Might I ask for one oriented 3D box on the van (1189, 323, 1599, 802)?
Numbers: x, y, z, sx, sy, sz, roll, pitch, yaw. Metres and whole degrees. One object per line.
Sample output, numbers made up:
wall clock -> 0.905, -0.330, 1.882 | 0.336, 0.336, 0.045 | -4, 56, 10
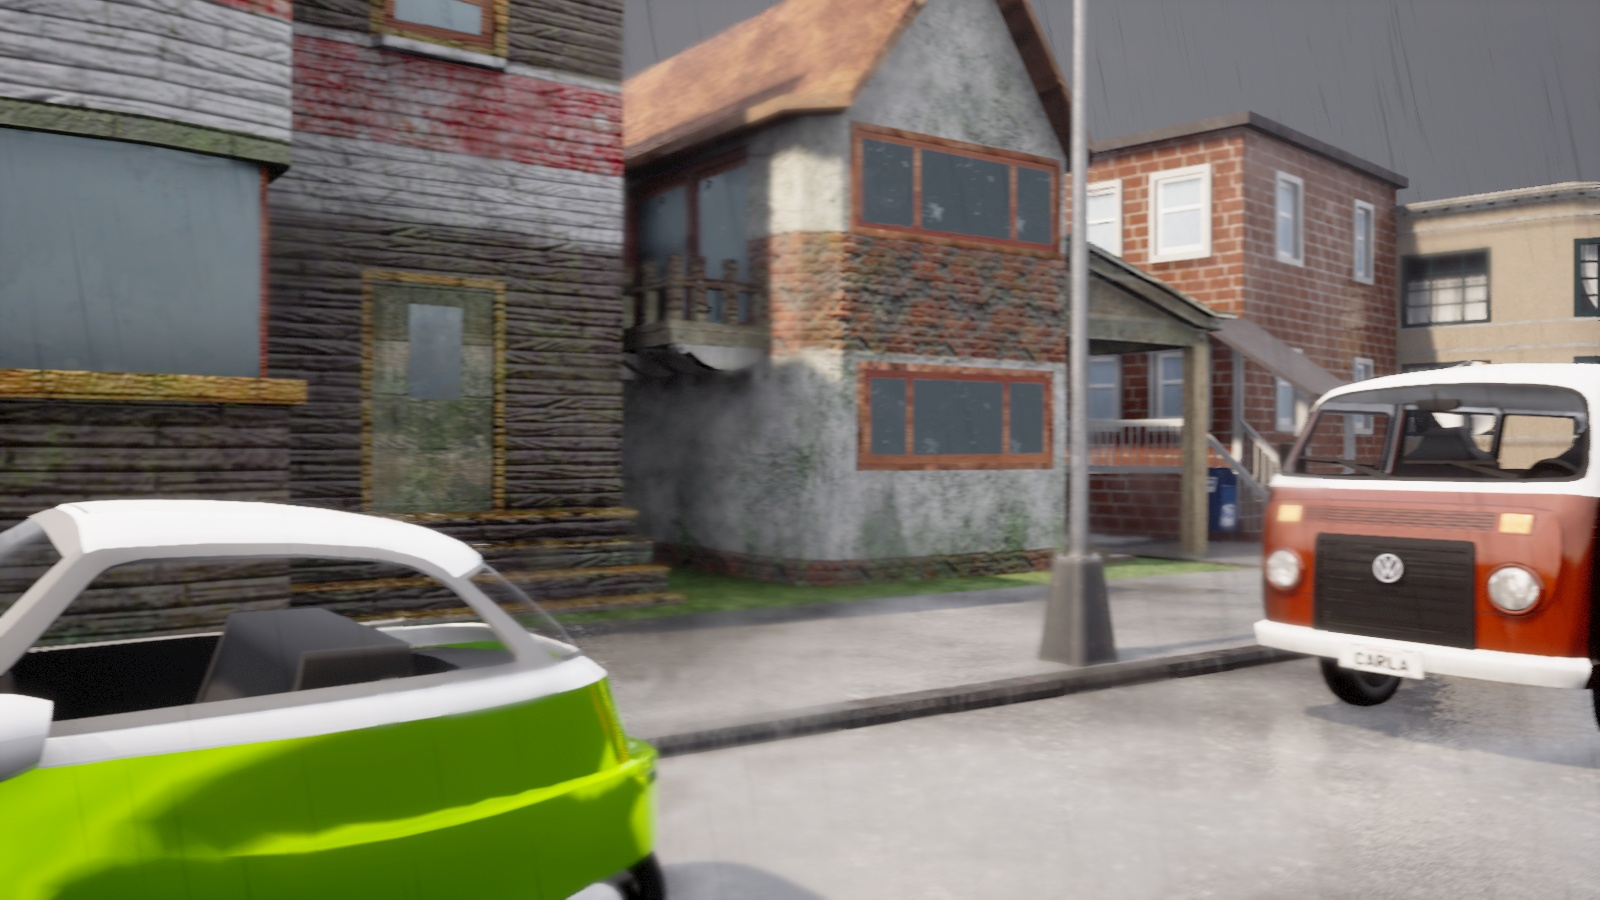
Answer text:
van -> 4.615, 0.482, 7.478 | 4.480, 2.038, 2.069 | 0, 0, -35

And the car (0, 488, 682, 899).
car -> -1.628, 0.811, 3.131 | 2.207, 1.376, 1.481 | 0, 0, -35
